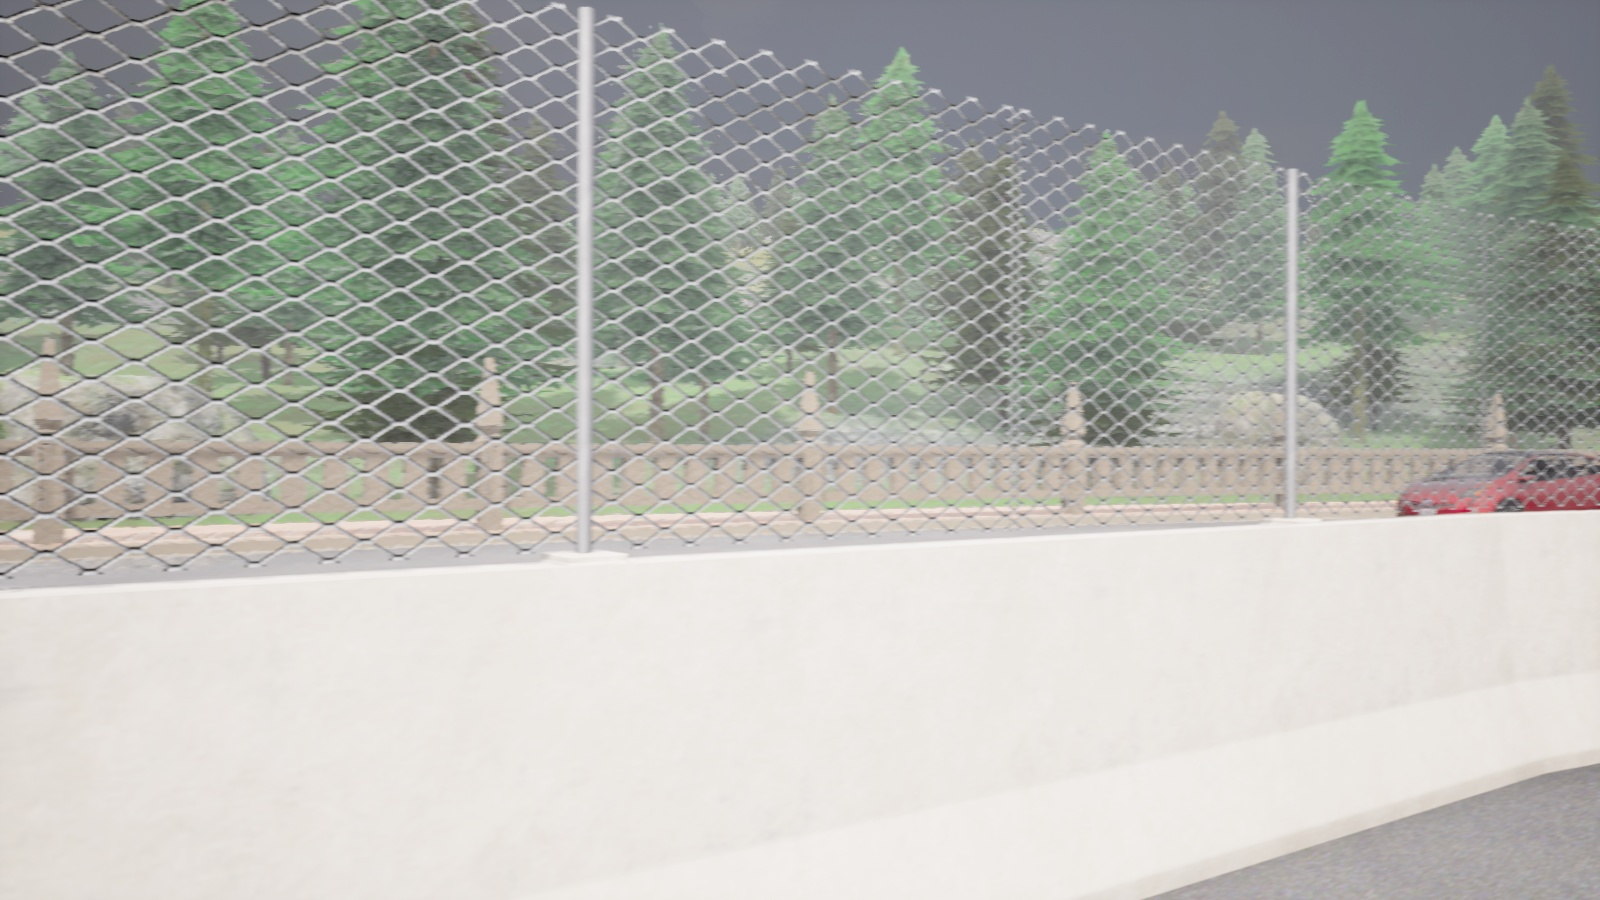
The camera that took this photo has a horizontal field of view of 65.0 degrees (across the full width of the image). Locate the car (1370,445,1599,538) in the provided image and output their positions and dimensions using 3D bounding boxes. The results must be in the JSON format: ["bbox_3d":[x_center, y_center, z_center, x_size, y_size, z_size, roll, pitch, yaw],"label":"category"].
[{"bbox_3d":[12.617,0.676,22.283,4.514,1.525,2.007,0,0,-23],"label":"car"}]
